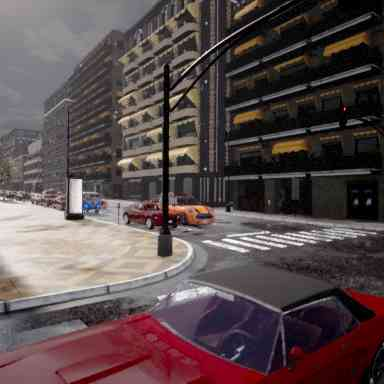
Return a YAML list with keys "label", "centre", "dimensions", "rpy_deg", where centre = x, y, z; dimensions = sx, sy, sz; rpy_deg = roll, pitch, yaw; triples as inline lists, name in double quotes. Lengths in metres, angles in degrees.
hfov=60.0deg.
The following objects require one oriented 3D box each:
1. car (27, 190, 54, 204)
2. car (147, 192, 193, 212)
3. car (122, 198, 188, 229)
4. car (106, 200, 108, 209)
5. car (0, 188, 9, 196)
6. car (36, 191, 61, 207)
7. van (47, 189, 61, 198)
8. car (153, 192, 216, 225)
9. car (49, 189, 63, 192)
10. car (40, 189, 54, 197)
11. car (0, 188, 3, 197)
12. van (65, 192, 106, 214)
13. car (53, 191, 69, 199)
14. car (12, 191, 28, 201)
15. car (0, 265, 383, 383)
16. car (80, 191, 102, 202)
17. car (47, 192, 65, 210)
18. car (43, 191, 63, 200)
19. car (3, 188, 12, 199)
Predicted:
- label: "car"
  centre: [-18.990, 0.805, 41.774]
  dimensions: [1.752, 1.417, 4.829]
  rpy_deg: [2, 0, -36]
- label: "car"
  centre: [-2.322, 0.936, 33.138]
  dimensions: [2.192, 1.841, 5.009]
  rpy_deg: [2, 0, -36]
- label: "car"
  centre: [-2.434, 1.261, 19.053]
  dimensions: [1.887, 1.381, 4.507]
  rpy_deg: [2, 0, -36]
- label: "car"
  centre: [-10.332, 0.828, 34.285]
  dimensions: [2.097, 1.767, 4.553]
  rpy_deg: [1, 1, -36]
- label: "car"
  centre: [-42.402, -0.022, 73.913]
  dimensions: [2.192, 1.841, 5.009]
  rpy_deg: [2, 0, -36]
- label: "car"
  centre: [-15.759, 0.909, 37.340]
  dimensions: [1.887, 1.381, 4.507]
  rpy_deg: [2, 0, -36]
- label: "van"
  centre: [-28.973, 0.260, 69.711]
  dimensions: [1.690, 1.788, 3.998]
  rpy_deg: [2, 0, -36]
- label: "car"
  centre: [-0.549, 1.089, 20.849]
  dimensions: [2.097, 1.767, 4.553]
  rpy_deg: [1, 0, -36]
- label: "car"
  centre: [-20.746, 0.551, 48.728]
  dimensions: [2.097, 1.767, 4.553]
  rpy_deg: [1, 1, -36]
- label: "car"
  centre: [-32.307, 0.272, 74.283]
  dimensions: [1.967, 1.590, 4.097]
  rpy_deg: [2, 0, -36]
- label: "car"
  centre: [-39.078, 0.301, 69.341]
  dimensions: [2.008, 1.369, 4.403]
  rpy_deg: [2, 0, -36]
- label: "van"
  centre: [-9.090, 0.881, 28.197]
  dimensions: [1.690, 1.788, 3.998]
  rpy_deg: [2, 0, -36]
- label: "car"
  centre: [-25.747, 0.529, 65.277]
  dimensions: [1.752, 1.417, 4.829]
  rpy_deg: [2, 0, -36]
- label: "car"
  centre: [-25.749, 0.541, 51.055]
  dimensions: [1.967, 1.590, 4.097]
  rpy_deg: [2, 0, -36]
- label: "car"
  centre: [0.441, 1.601, 3.460]
  dimensions: [4.718, 1.301, 1.895]
  rpy_deg: [0, 0, -39]
- label: "car"
  centre: [-15.650, 0.710, 51.425]
  dimensions: [1.967, 1.590, 4.097]
  rpy_deg: [2, 0, -36]
- label: "car"
  centre: [-12.427, 0.997, 32.768]
  dimensions: [1.887, 1.381, 4.507]
  rpy_deg: [2, 0, -36]
- label: "car"
  centre: [-25.090, 0.599, 59.983]
  dimensions: [2.033, 1.411, 5.357]
  rpy_deg: [1, 0, -38]
- label: "car"
  centre: [-32.416, 0.470, 60.198]
  dimensions: [1.887, 1.381, 4.507]
  rpy_deg: [2, 0, -36]
